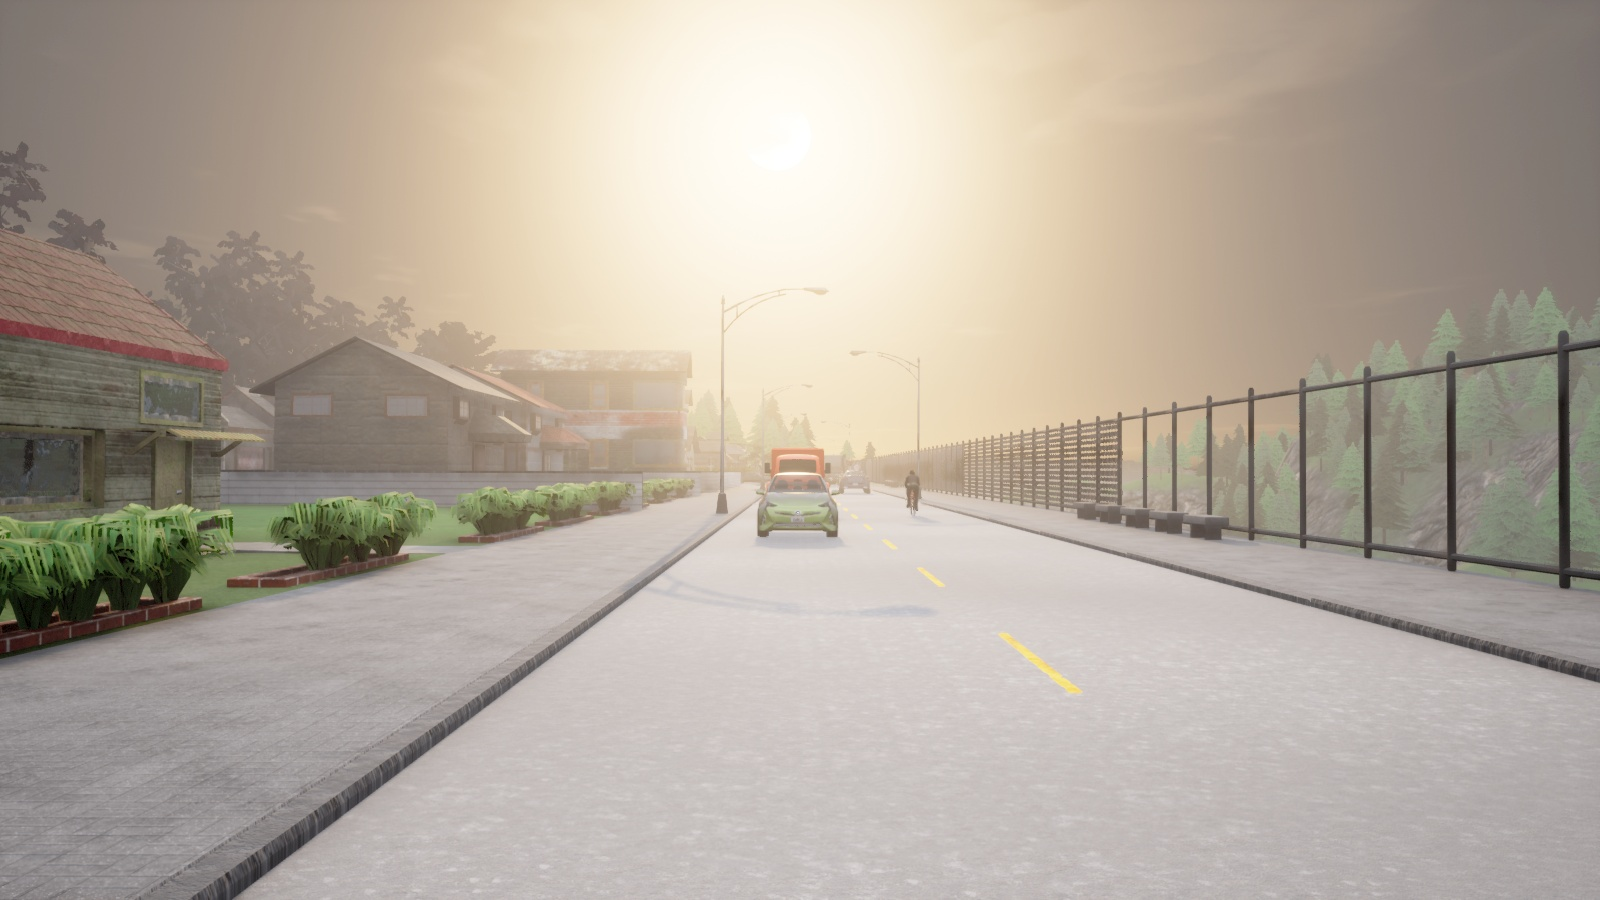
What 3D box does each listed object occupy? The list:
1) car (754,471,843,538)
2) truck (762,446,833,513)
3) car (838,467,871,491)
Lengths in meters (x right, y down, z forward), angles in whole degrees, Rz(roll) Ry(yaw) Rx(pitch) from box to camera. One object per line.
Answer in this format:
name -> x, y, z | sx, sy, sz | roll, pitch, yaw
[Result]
car -> -0.046, 1.276, 30.735 | 2.007, 1.525, 4.514 | 0, -1, 0
truck -> -0.083, 1.152, 49.203 | 2.627, 2.467, 5.204 | 0, -1, 0
car -> 3.843, 2.073, 89.281 | 2.152, 1.651, 5.027 | 0, -1, 0
